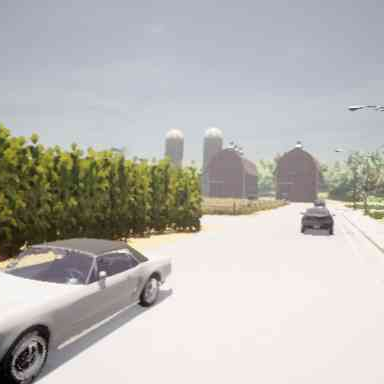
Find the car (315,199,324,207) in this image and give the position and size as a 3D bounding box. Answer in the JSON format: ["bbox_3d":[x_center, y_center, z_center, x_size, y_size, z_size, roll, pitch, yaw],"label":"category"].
[{"bbox_3d":[27.892,2.316,72.706,1.882,1.535,5.008,2,0,21],"label":"car"}]

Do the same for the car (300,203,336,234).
[{"bbox_3d":[8.032,1.756,21.307,1.837,1.490,4.892,2,0,21],"label":"car"}]

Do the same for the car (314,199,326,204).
[{"bbox_3d":[24.025,2.090,62.553,2.097,1.767,4.553,2,0,22],"label":"car"}]

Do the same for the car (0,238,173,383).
[{"bbox_3d":[-2.098,1.533,5.501,1.895,1.301,4.718,2,0,21],"label":"car"}]
